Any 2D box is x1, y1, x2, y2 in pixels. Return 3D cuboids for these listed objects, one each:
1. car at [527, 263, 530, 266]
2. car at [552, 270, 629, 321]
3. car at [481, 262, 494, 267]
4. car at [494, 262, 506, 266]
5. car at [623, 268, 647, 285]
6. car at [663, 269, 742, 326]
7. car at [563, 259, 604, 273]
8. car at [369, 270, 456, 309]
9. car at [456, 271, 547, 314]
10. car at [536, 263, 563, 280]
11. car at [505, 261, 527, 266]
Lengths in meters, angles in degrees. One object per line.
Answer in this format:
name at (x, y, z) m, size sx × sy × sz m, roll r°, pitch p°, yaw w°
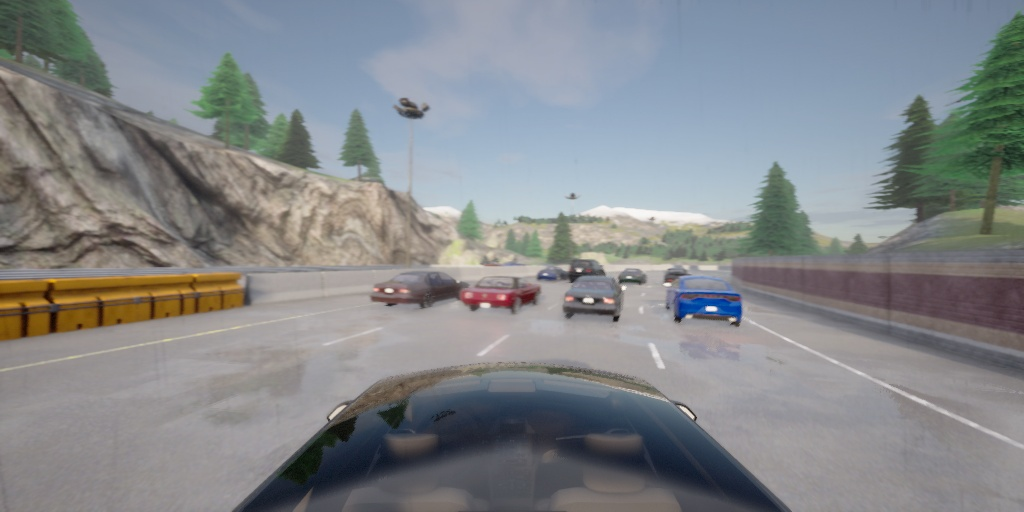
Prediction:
car at (5.098, 1.797, 56.893) m, size 2.033 × 1.411 × 5.357 m, roll 1°, pitch -1°, yaw 35°
car at (3.157, 1.446, 13.403) m, size 2.033 × 1.411 × 5.357 m, roll 1°, pitch 0°, yaw 19°
car at (-3.349, 1.724, 63.081) m, size 1.895 × 1.301 × 4.718 m, roll 1°, pitch -1°, yaw 35°
car at (-0.386, 1.647, 61.240) m, size 1.882 × 1.535 × 5.008 m, roll 1°, pitch 0°, yaw 35°
car at (10.491, 1.738, 31.138) m, size 1.994 × 1.385 × 4.181 m, roll 1°, pitch 0°, yaw 26°
car at (6.728, 1.445, 12.996) m, size 1.882 × 1.535 × 5.008 m, roll 1°, pitch 0°, yaw 19°
car at (6.525, 1.313, 31.062) m, size 2.150 × 2.045 × 5.566 m, roll 1°, pitch -1°, yaw 26°
car at (-3.606, 1.322, 15.237) m, size 2.033 × 1.411 × 5.357 m, roll 1°, pitch 0°, yaw 19°
car at (-0.199, 1.438, 14.387) m, size 1.895 × 1.301 × 4.718 m, roll 1°, pitch 0°, yaw 19°
car at (3.859, 1.621, 33.509) m, size 1.994 × 1.385 × 4.181 m, roll 1°, pitch 0°, yaw 26°
car at (1.471, 1.783, 57.767) m, size 1.895 × 1.301 × 4.718 m, roll 1°, pitch -1°, yaw 34°
